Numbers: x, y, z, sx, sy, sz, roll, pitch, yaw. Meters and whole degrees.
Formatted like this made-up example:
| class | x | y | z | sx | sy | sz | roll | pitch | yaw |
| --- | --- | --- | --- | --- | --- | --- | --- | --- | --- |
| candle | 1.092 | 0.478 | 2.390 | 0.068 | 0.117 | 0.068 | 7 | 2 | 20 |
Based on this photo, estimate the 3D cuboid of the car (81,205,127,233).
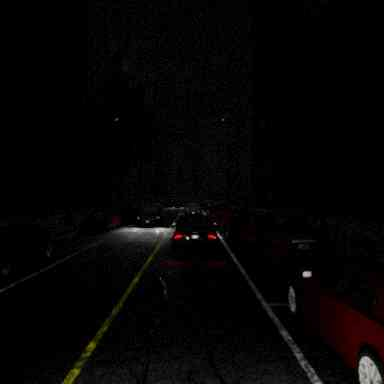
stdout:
| class | x | y | z | sx | sy | sz | roll | pitch | yaw |
| --- | --- | --- | --- | --- | --- | --- | --- | --- | --- |
| car | -5.830 | 1.776 | 21.641 | 1.887 | 1.381 | 4.507 | 0 | -1 | 0 |

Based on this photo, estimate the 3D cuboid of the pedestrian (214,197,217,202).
| class | x | y | z | sx | sy | sz | roll | pitch | yaw |
| --- | --- | --- | --- | --- | --- | --- | --- | --- | --- |
| pedestrian | 3.054 | 1.522 | 43.673 | 0.375 | 1.860 | 0.375 | 0 | -1 | -15 |

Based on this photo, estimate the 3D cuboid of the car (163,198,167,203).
| class | x | y | z | sx | sy | sz | roll | pitch | yaw |
| --- | --- | --- | --- | --- | --- | --- | --- | --- | --- |
| car | -5.790 | 2.069 | 55.477 | 1.967 | 1.590 | 4.097 | 0 | -1 | 0 |

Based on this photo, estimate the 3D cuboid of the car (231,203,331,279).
| class | x | y | z | sx | sy | sz | roll | pitch | yaw |
| --- | --- | --- | --- | --- | --- | --- | --- | --- | --- |
| car | 2.682 | 1.425 | 10.349 | 2.192 | 1.841 | 5.009 | 0 | -1 | 0 |

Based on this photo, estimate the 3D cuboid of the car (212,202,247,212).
| class | x | y | z | sx | sy | sz | roll | pitch | yaw |
| --- | --- | --- | --- | --- | --- | --- | --- | --- | --- |
| car | 2.696 | 1.546 | 21.625 | 2.192 | 1.841 | 5.009 | 0 | -1 | 0 |

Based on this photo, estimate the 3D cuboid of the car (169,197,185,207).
| class | x | y | z | sx | sy | sz | roll | pitch | yaw |
| --- | --- | --- | --- | --- | --- | --- | --- | --- | --- |
| car | -2.931 | 2.262 | 65.711 | 1.837 | 1.490 | 4.892 | 0 | -1 | 0 |

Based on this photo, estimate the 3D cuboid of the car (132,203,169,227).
| class | x | y | z | sx | sy | sz | roll | pitch | yaw |
| --- | --- | --- | --- | --- | --- | --- | --- | --- | --- |
| car | -3.068 | 1.797 | 25.322 | 1.812 | 1.442 | 4.674 | 0 | -1 | 0 |

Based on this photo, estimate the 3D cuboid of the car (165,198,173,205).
| class | x | y | z | sx | sy | sz | roll | pitch | yaw |
| --- | --- | --- | --- | --- | --- | --- | --- | --- | --- |
| car | -5.756 | 2.440 | 83.673 | 1.967 | 1.590 | 4.097 | 0 | -1 | 0 |

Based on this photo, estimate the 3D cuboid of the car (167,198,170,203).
| class | x | y | z | sx | sy | sz | roll | pitch | yaw |
| --- | --- | --- | --- | --- | --- | --- | --- | --- | --- |
| car | -5.776 | 2.089 | 66.757 | 2.192 | 1.841 | 5.009 | 0 | -1 | 0 |

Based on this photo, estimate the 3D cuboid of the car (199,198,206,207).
| class | x | y | z | sx | sy | sz | roll | pitch | yaw |
| --- | --- | --- | --- | --- | --- | --- | --- | --- | --- |
| car | 2.743 | 2.246 | 61.091 | 1.887 | 1.381 | 4.507 | 0 | -1 | 0 |

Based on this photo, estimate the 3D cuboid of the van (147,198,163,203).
| class | x | y | z | sx | sy | sz | roll | pitch | yaw |
| --- | --- | --- | --- | --- | --- | --- | --- | --- | --- |
| van | -5.796 | 1.897 | 49.839 | 1.690 | 1.788 | 3.998 | 0 | -1 | 0 |

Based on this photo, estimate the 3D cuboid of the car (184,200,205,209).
| class | x | y | z | sx | sy | sz | roll | pitch | yaw |
| --- | --- | --- | --- | --- | --- | --- | --- | --- | --- |
| car | 0.144 | 1.913 | 36.018 | 1.812 | 1.442 | 4.674 | 0 | -1 | 0 |

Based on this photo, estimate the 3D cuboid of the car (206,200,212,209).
| class | x | y | z | sx | sy | sz | roll | pitch | yaw |
| --- | --- | --- | --- | --- | --- | --- | --- | --- | --- |
| car | 3.051 | 1.920 | 40.663 | 1.882 | 1.535 | 5.008 | 0 | -1 | 0 |

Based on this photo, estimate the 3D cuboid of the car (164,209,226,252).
| class | x | y | z | sx | sy | sz | roll | pitch | yaw |
| --- | --- | --- | --- | --- | --- | --- | --- | --- | --- |
| car | 0.117 | 1.702 | 14.534 | 2.033 | 1.411 | 5.357 | 0 | -1 | 0 |

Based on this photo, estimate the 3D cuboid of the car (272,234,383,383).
| class | x | y | z | sx | sy | sz | roll | pitch | yaw |
| --- | --- | --- | --- | --- | --- | --- | --- | --- | --- |
| car | 2.675 | 1.595 | 4.707 | 1.887 | 1.381 | 4.507 | 0 | -1 | 0 |

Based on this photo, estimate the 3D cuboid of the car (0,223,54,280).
| class | x | y | z | sx | sy | sz | roll | pitch | yaw |
| --- | --- | --- | --- | --- | --- | --- | --- | --- | --- |
| car | -5.843 | 1.676 | 10.363 | 1.947 | 1.339 | 4.313 | 0 | -1 | 0 |

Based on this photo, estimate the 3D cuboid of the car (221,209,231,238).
| class | x | y | z | sx | sy | sz | roll | pitch | yaw |
| --- | --- | --- | --- | --- | --- | --- | --- | --- | --- |
| car | 2.689 | 1.736 | 15.983 | 1.947 | 1.339 | 4.313 | 0 | -1 | 0 |

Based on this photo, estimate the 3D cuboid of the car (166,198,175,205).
| class | x | y | z | sx | sy | sz | roll | pitch | yaw |
| --- | --- | --- | --- | --- | --- | --- | --- | --- | --- |
| car | -5.749 | 2.520 | 89.310 | 1.967 | 1.590 | 4.097 | 0 | -1 | 0 |

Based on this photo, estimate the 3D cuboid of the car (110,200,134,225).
| class | x | y | z | sx | sy | sz | roll | pitch | yaw |
| --- | --- | --- | --- | --- | --- | --- | --- | --- | --- |
| car | -5.822 | 1.607 | 27.283 | 2.192 | 1.841 | 5.009 | 0 | -1 | 0 |

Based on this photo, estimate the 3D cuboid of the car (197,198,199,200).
| class | x | y | z | sx | sy | sz | roll | pitch | yaw |
| --- | --- | --- | --- | --- | --- | --- | --- | --- | --- |
| car | 2.763 | 2.487 | 78.007 | 1.947 | 1.339 | 4.313 | 0 | -1 | 0 |

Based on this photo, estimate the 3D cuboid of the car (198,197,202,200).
| class | x | y | z | sx | sy | sz | roll | pitch | yaw |
| --- | --- | --- | --- | --- | --- | --- | --- | --- | --- |
| car | 2.750 | 2.214 | 66.731 | 1.967 | 1.590 | 4.097 | 0 | -1 | 0 |

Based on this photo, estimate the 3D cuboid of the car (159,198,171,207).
| class | x | y | z | sx | sy | sz | roll | pitch | yaw |
| --- | --- | --- | --- | --- | --- | --- | --- | --- | --- |
| car | -5.769 | 2.162 | 72.395 | 2.192 | 1.841 | 5.009 | 0 | -1 | 0 |
